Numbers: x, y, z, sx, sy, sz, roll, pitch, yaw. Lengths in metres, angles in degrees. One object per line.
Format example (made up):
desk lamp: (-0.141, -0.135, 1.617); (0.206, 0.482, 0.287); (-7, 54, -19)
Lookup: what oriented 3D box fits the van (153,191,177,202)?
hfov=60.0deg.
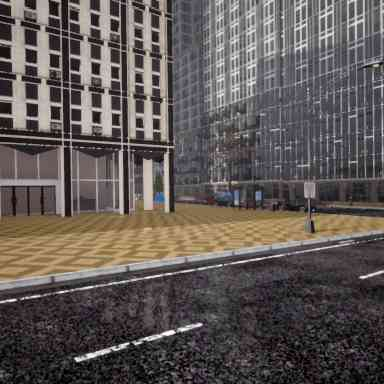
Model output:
van: (-4.866, 0.936, 58.807); (1.690, 1.788, 3.998); (0, 1, -34)

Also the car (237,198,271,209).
car: (7.814, 1.387, 39.943); (1.802, 1.307, 4.206); (-1, 1, -34)

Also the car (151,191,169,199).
car: (-7.514, 0.613, 77.619); (2.192, 1.841, 5.009); (0, 1, -34)

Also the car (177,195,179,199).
car: (-4.320, 0.934, 72.921); (1.802, 1.307, 4.206); (0, 1, -34)

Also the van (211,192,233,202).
van: (5.259, 0.854, 58.812); (1.690, 1.788, 3.998); (-1, 1, -34)

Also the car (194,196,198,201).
car: (2.067, 1.042, 63.517); (1.802, 1.307, 4.206); (-1, 1, -34)

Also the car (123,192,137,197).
car: (-17.093, 0.687, 91.726); (2.008, 1.369, 4.403); (0, 1, -34)

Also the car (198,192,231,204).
car: (3.573, 1.134, 50.997); (1.882, 1.535, 5.008); (-1, 1, -34)

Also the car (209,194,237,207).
car: (4.669, 1.318, 44.676); (1.947, 1.339, 4.313); (-1, 1, -34)

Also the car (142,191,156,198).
car: (-10.707, 0.684, 82.322); (1.967, 1.590, 4.097); (0, 1, -34)

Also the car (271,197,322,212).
car: (10.993, 1.422, 35.229); (1.947, 1.339, 4.313); (-1, 1, -34)

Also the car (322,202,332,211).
car: (13.119, 1.337, 36.928); (1.812, 1.442, 4.674); (-1, 1, -34)

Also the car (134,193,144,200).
car: (-11.253, 1.038, 68.213); (2.008, 1.369, 4.403); (0, 1, -34)
